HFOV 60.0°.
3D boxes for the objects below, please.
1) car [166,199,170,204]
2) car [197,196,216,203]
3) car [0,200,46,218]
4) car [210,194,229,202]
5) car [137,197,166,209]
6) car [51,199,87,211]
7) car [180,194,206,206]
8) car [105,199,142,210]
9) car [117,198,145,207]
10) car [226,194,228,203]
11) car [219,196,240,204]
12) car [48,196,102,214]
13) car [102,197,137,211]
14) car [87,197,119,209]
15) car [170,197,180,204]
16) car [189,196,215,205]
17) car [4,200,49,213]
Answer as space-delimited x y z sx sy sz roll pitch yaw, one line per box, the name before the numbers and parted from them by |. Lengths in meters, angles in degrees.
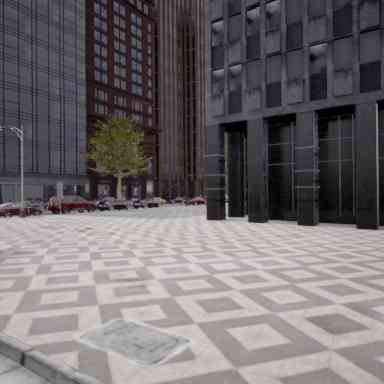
car | -6.496 1.544 57.222 1.752 1.417 4.829 -1 0 35
car | 3.193 1.534 71.299 1.887 1.381 4.507 -1 0 35
car | -15.366 1.576 29.300 1.802 1.307 4.206 -1 0 35
car | 6.389 1.296 75.945 2.192 1.841 5.009 -1 0 35
car | -5.775 1.509 43.234 1.947 1.339 4.313 -1 0 35
car | -15.991 1.642 43.426 1.802 1.307 4.206 -1 0 35
car | 0.619 1.462 52.524 1.887 1.381 4.507 -1 0 35
car | -8.859 1.578 43.285 1.895 1.301 4.718 -1 0 35
car | -9.596 1.613 52.717 1.802 1.307 4.206 -1 0 35
car | 3.814 1.222 57.170 2.192 1.841 5.009 -1 0 35
car | 7.013 1.463 61.813 1.947 1.339 4.313 -1 0 35
car | -12.171 1.290 33.946 2.192 1.841 5.009 -1 0 35
car | -8.972 1.524 38.590 1.947 1.339 4.313 -1 0 35
car | -12.796 1.484 48.072 1.967 1.590 4.097 -1 0 35
car | -3.202 1.574 62.008 1.947 1.339 4.313 -1 0 35
car | 1.861 1.484 58.889 2.033 1.411 5.357 -1 0 35
car | -19.189 1.642 38.781 1.947 1.339 4.313 -1 0 35
